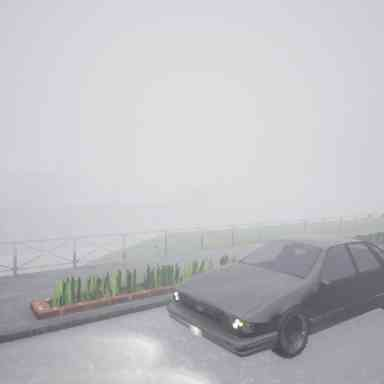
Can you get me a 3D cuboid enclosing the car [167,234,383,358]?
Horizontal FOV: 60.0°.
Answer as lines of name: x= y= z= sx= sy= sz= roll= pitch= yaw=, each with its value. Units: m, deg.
car: x=2.220 y=1.547 z=6.179 sx=5.357 sy=1.411 sz=2.033 roll=0 pitch=0 yaw=-35
